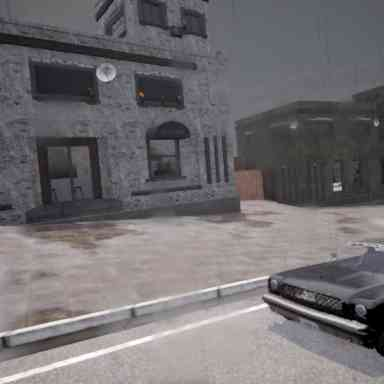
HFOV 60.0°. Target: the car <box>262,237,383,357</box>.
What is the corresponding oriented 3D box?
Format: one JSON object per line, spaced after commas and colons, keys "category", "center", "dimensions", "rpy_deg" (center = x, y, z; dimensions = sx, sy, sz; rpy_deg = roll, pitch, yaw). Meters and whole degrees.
{"category": "car", "center": [3.517, 1.581, 6.031], "dimensions": [4.718, 1.301, 1.895], "rpy_deg": [0, 0, -34]}
